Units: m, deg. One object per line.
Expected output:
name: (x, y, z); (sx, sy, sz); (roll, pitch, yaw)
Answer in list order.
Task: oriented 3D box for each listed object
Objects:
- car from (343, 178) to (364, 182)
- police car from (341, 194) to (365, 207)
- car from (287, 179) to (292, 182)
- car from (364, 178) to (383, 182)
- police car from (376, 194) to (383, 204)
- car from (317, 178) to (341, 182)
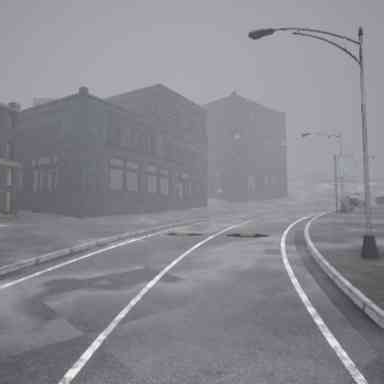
car: (39.361, -2.747, 83.158); (4.892, 1.521, 2.231); (0, -5, -1)
police car: (20.942, 1.065, 42.371); (5.238, 1.638, 1.930); (-1, -3, -41)
car: (22.900, -2.775, 83.007); (4.553, 1.767, 2.185); (0, -5, -1)
car: (44.907, -2.705, 83.317); (4.674, 1.452, 2.002); (0, -5, -2)
police car: (28.670, 0.930, 47.972); (5.238, 1.638, 1.930); (-1, -3, -31)
car: (33.842, -2.723, 83.099); (4.892, 1.521, 2.231); (0, -5, -1)
